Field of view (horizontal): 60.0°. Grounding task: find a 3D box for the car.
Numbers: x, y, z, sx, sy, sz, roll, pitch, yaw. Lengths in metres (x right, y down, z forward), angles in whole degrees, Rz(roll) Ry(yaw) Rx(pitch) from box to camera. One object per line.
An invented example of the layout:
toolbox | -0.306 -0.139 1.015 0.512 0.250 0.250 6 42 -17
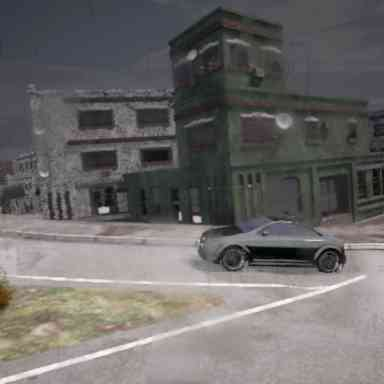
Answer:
car | 2.315 1.446 9.905 4.181 1.385 1.994 2 4 -4
